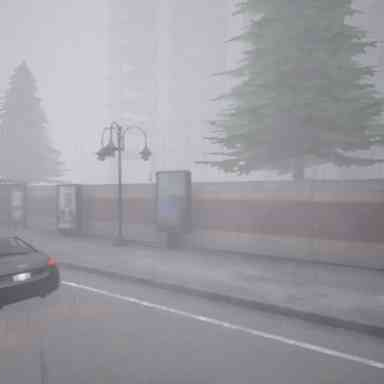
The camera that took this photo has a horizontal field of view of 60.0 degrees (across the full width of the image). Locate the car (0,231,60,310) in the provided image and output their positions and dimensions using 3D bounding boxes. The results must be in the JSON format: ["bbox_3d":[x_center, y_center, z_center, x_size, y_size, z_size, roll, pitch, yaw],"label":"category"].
[{"bbox_3d":[-4.835,1.567,7.362,4.181,1.385,1.994,0,0,34],"label":"car"}]
